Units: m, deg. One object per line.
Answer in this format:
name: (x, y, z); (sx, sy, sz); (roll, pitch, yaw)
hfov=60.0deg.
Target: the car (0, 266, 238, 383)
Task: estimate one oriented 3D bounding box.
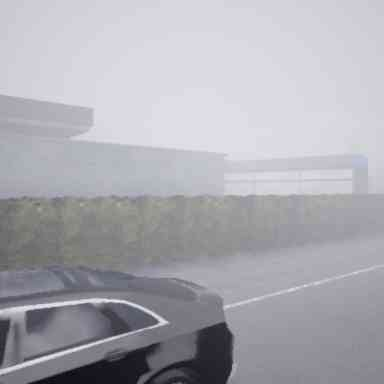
car: (-1.835, 1.491, 2.679); (4.902, 1.511, 2.128); (0, 0, -35)
